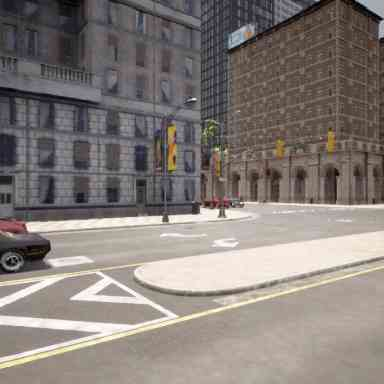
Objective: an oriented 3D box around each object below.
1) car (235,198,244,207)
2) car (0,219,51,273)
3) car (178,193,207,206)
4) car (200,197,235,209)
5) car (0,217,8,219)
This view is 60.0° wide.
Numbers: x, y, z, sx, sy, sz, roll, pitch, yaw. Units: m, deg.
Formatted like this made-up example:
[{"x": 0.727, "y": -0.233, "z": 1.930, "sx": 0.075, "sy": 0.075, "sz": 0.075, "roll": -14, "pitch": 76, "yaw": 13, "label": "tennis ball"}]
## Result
[{"x": 5.618, "y": 1.491, "z": 49.006, "sx": 2.128, "sy": 1.511, "sz": 4.902, "roll": 0, "pitch": 0, "yaw": -35, "label": "car"}, {"x": -6.569, "y": 1.601, "z": 9.158, "sx": 4.718, "sy": 1.301, "sz": 1.895, "roll": 0, "pitch": 0, "yaw": -35, "label": "car"}, {"x": -0.024, "y": 1.221, "z": 57.104, "sx": 2.150, "sy": 2.045, "sz": 5.566, "roll": 0, "pitch": 0, "yaw": -34, "label": "car"}, {"x": 3.189, "y": 1.478, "z": 46.375, "sx": 1.882, "sy": 1.535, "sz": 5.008, "roll": 0, "pitch": 0, "yaw": -35, "label": "car"}, {"x": -8.515, "y": 1.526, "z": 12.063, "sx": 4.674, "sy": 1.442, "sz": 1.812, "roll": 0, "pitch": 0, "yaw": -35, "label": "car"}]
